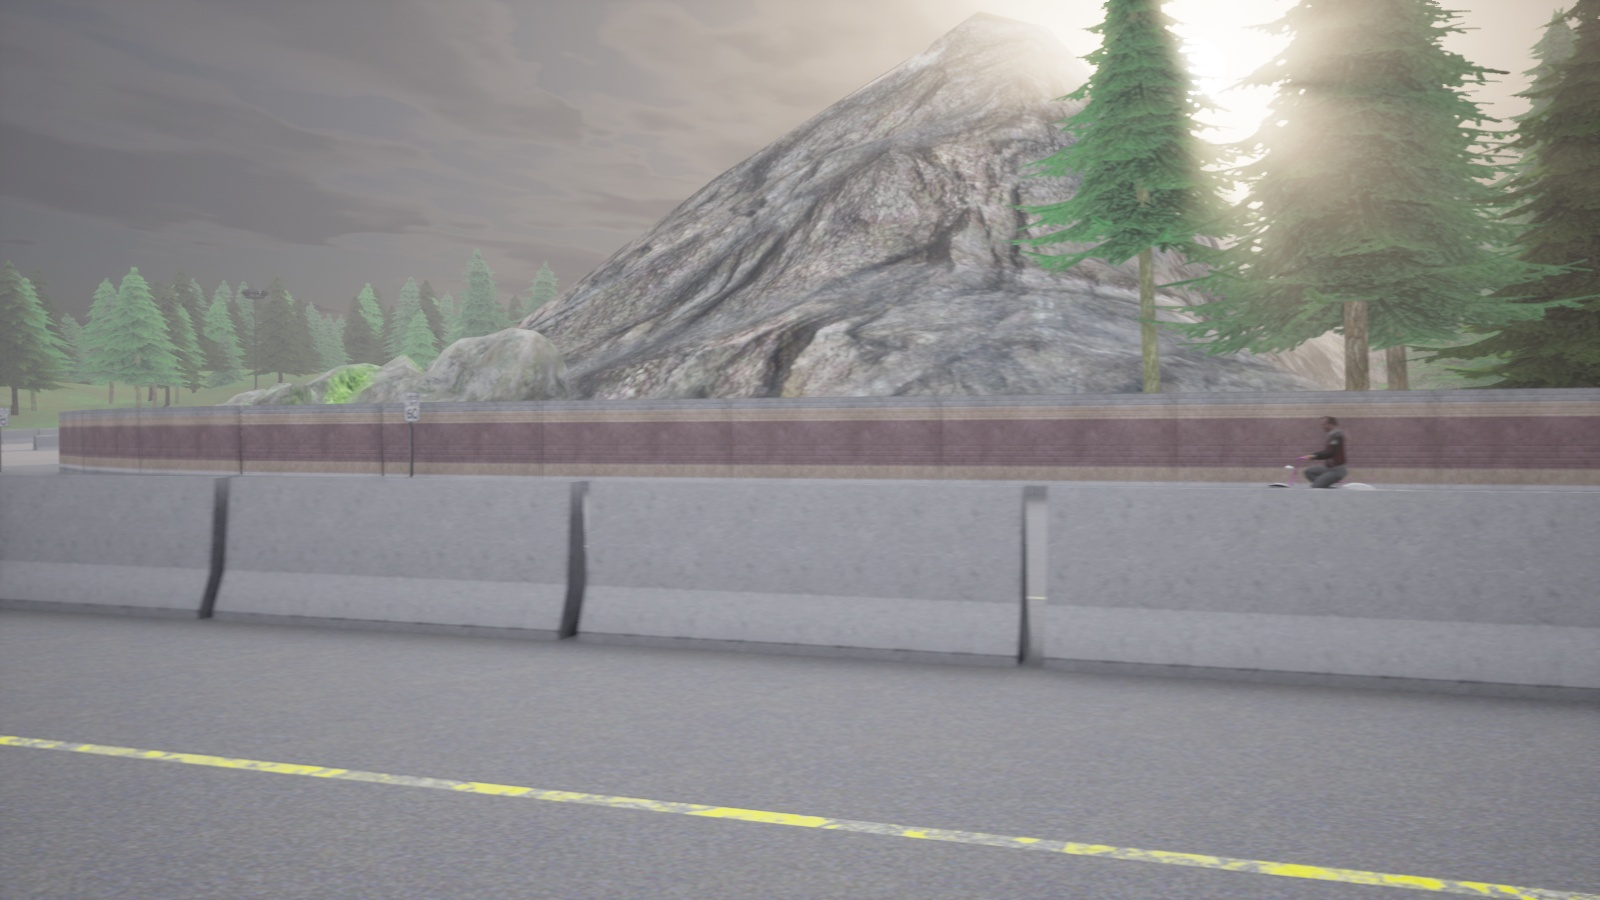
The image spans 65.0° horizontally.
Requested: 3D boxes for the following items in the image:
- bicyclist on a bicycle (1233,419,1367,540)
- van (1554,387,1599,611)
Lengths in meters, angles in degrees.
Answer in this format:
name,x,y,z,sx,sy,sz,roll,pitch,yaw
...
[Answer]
name,x,y,z,sx,sy,sz,roll,pitch,yaw
bicyclist on a bicycle,7.570,0.420,19.107,1.843,1.776,0.659,1,1,19
van,9.427,0.436,11.094,4.442,1.987,1.775,0,1,19
